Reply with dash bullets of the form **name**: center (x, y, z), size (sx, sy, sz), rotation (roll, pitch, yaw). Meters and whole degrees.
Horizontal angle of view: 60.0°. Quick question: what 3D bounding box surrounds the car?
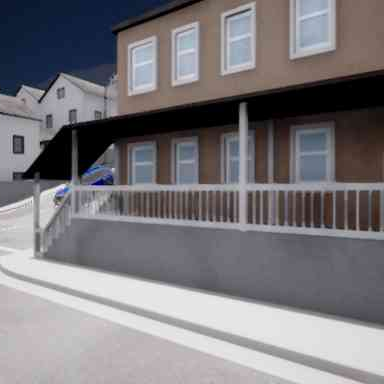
- **car**: center (-8.793, -0.515, 27.424), size (2.150, 2.045, 5.566), rotation (0, 22, 34)
